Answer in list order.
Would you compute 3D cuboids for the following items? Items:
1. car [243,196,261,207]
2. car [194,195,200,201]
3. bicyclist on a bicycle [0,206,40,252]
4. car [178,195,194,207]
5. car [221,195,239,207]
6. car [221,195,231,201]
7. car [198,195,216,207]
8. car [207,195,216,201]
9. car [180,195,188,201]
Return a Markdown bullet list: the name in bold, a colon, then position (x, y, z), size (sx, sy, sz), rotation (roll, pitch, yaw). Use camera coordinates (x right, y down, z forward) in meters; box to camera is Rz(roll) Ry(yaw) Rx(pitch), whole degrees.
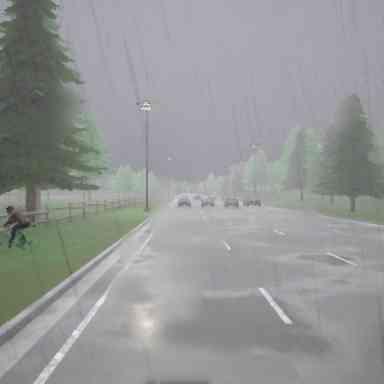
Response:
- **car**: position (9.314, 1.357, 52.116), size (2.097, 1.767, 4.553), rotation (0, 0, -1)
- **car**: position (1.484, 1.509, 86.438), size (1.837, 1.490, 4.892), rotation (0, 0, -1)
- **bicyclist on a bicycle**: position (-6.153, 1.310, 11.579), size (1.656, 1.620, 0.582), rotation (-2, 0, -1)
- **car**: position (-1.126, 1.606, 51.029), size (1.895, 1.301, 4.718), rotation (0, 0, -1)
- **car**: position (5.884, 1.497, 50.265), size (2.128, 1.511, 4.902), rotation (0, 0, -1)
- **car**: position (8.537, 1.561, 84.307), size (1.994, 1.385, 4.181), rotation (0, 0, -1)
- **car**: position (2.374, 1.606, 50.912), size (1.895, 1.301, 4.718), rotation (0, 0, -1)
- **car**: position (5.016, 1.533, 85.168), size (1.812, 1.442, 4.674), rotation (0, 0, -1)
- **car**: position (-2.036, 1.549, 87.241), size (2.033, 1.411, 5.357), rotation (0, 0, -1)
